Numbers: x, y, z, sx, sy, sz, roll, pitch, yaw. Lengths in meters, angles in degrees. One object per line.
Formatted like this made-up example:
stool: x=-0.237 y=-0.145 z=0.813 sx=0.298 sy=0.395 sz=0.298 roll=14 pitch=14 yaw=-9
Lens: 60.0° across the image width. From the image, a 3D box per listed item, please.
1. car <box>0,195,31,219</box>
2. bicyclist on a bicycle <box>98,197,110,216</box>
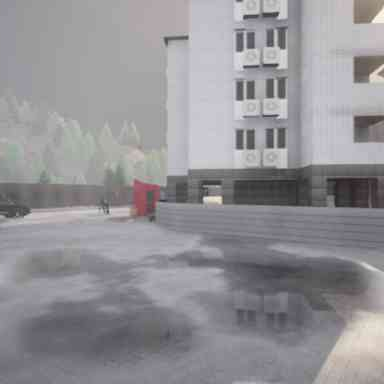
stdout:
car: x=-15.896 y=1.174 z=26.409 sx=2.150 sy=2.045 sz=5.566 roll=0 pitch=0 yaw=39
bicyclist on a bicycle: x=-7.921 y=1.309 z=29.811 sx=1.656 sy=1.620 sz=0.582 roll=0 pitch=0 yaw=36
